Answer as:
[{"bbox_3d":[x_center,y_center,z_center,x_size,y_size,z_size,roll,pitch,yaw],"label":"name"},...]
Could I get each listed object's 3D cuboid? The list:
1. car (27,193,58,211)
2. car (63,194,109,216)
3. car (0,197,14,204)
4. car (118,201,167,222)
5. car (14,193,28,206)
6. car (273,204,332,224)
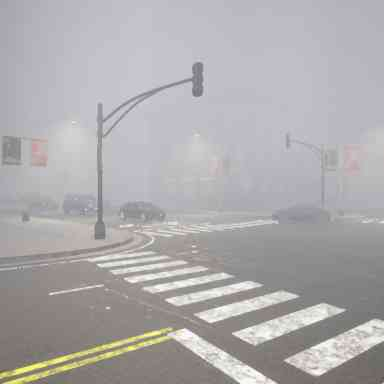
[{"bbox_3d":[-18.109,1.333,40.569,2.097,1.767,4.553,0,0,-45],"label":"car"},{"bbox_3d":[-11.021,1.207,33.446,2.150,2.045,5.566,0,0,-45],"label":"car"},{"bbox_3d":[-33.616,1.532,61.001,1.994,1.385,4.181,0,0,-45],"label":"car"},{"bbox_3d":[-4.013,1.495,26.412,1.837,1.490,4.892,0,0,-44],"label":"car"},{"bbox_3d":[-26.039,1.198,53.402,5.566,2.045,2.150,0,0,45],"label":"car"},{"bbox_3d":[8.088,1.568,24.549,4.181,1.385,1.994,0,0,18],"label":"car"}]
